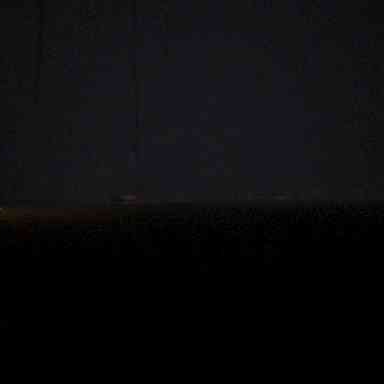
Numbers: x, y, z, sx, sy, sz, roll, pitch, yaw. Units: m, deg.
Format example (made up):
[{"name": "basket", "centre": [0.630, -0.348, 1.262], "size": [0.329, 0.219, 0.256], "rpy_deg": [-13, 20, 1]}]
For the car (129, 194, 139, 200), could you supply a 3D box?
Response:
[{"name": "car", "centre": [-13.882, 1.107, 73.727], "size": [1.882, 1.535, 5.008], "rpy_deg": [0, 0, 35]}]

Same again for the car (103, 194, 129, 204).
[{"name": "car", "centre": [-15.310, 1.365, 65.501], "size": [2.097, 1.767, 4.553], "rpy_deg": [0, 0, 35]}]

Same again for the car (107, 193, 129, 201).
[{"name": "car", "centre": [-16.762, 1.106, 75.716], "size": [1.882, 1.535, 5.008], "rpy_deg": [0, 0, 35]}]
